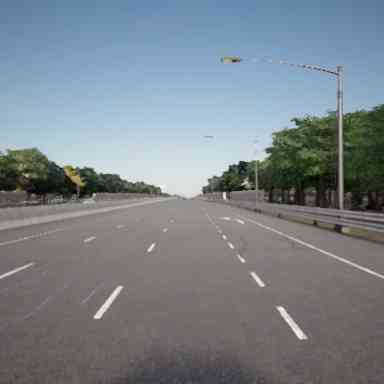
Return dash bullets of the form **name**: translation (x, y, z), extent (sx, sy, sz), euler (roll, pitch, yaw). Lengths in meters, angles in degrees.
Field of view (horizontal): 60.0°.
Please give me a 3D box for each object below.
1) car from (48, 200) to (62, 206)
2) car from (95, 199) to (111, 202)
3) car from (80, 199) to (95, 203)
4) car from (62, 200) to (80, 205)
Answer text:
- **car**: translation (-27.995, 2.280, 68.648), extent (1.994, 1.385, 4.181), euler (0, -1, 0)
- **car**: translation (-17.495, 2.184, 67.189), extent (1.837, 1.490, 4.892), euler (0, -1, 0)
- **car**: translation (-20.995, 2.252, 68.648), extent (1.812, 1.442, 4.674), euler (0, -1, 0)
- **car**: translation (-24.495, 2.280, 68.648), extent (1.994, 1.385, 4.181), euler (0, -1, 0)
